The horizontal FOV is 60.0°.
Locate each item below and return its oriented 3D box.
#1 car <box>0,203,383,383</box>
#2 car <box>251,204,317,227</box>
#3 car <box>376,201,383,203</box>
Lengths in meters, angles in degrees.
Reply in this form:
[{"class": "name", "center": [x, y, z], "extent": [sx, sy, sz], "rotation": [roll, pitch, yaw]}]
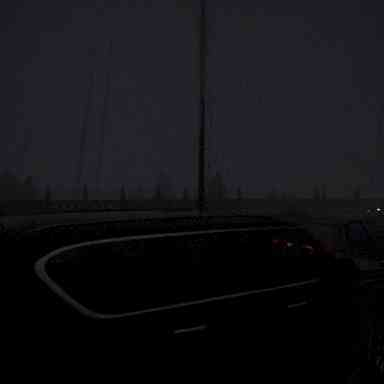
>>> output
[{"class": "car", "center": [0.276, 1.217, 3.782], "extent": [5.566, 2.045, 2.150], "rotation": [0, 0, -34]}, {"class": "car", "center": [6.478, 1.593, 23.394], "extent": [4.181, 1.385, 1.994], "rotation": [0, 0, -25]}, {"class": "car", "center": [19.206, 1.628, 33.031], "extent": [4.892, 1.490, 1.837], "rotation": [0, 0, -24]}]
